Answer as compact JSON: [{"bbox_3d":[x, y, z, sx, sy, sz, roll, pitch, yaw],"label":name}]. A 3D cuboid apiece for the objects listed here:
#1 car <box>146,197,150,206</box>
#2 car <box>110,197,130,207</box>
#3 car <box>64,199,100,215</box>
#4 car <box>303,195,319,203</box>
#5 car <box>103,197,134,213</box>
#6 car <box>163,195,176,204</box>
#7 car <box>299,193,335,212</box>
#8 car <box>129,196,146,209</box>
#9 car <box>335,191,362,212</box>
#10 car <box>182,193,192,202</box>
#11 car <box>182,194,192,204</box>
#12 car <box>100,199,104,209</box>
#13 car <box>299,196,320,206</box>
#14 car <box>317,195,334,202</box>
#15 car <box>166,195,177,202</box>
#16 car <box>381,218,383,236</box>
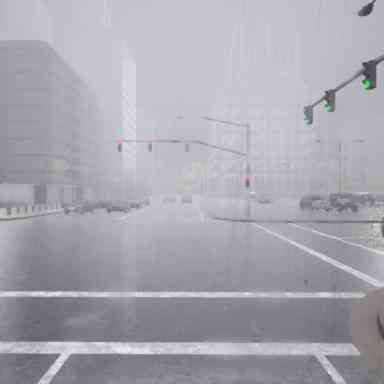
[{"bbox_3d":[-8.096,1.491,55.316,2.128,1.511,4.902,0,0,0],"label":"car"},{"bbox_3d":[-11.592,1.547,53.943,2.033,1.411,5.357,0,0,0],"label":"car"},{"bbox_3d":[-11.481,1.492,34.135,2.128,1.511,4.902,0,0,0],"label":"car"},{"bbox_3d":[24.446,1.395,68.286,1.970,1.475,3.806,0,0,0],"label":"car"},{"bbox_3d":[-7.996,1.564,36.730,1.994,1.385,4.181,0,0,0],"label":"car"},{"bbox_3d":[-4.569,1.564,65.564,1.994,1.385,4.181,0,0,0],"label":"car"},{"bbox_3d":[13.159,1.153,35.744,1.932,1.855,4.605,0,0,0],"label":"car"},{"bbox_3d":[-8.047,1.352,45.432,2.097,1.767,4.553,0,0,0],"label":"car"},{"bbox_3d":[16.053,1.156,35.696,1.905,1.878,3.866,0,0,0],"label":"car"},{"bbox_3d":[-1.122,1.181,74.394,2.097,1.767,4.553,0,0,0],"label":"car"},{"bbox_3d":[-1.070,1.601,65.665,1.895,1.301,4.718,0,0,0],"label":"car"},{"bbox_3d":[-11.536,1.601,43.403,1.895,1.301,4.718,0,0,0],"label":"car"},{"bbox_3d":[18.716,1.395,53.170,1.970,1.475,3.806,0,0,0],"label":"car"},{"bbox_3d":[27.341,1.364,68.293,1.784,1.438,3.905,0,0,0],"label":"car"},{"bbox_3d":[-4.623,1.351,74.402,2.128,1.511,4.902,0,0,0],"label":"car"},{"bbox_3d":[10.932,1.477,14.326,5.008,1.535,1.882,0,0,0],"label":"car"}]
